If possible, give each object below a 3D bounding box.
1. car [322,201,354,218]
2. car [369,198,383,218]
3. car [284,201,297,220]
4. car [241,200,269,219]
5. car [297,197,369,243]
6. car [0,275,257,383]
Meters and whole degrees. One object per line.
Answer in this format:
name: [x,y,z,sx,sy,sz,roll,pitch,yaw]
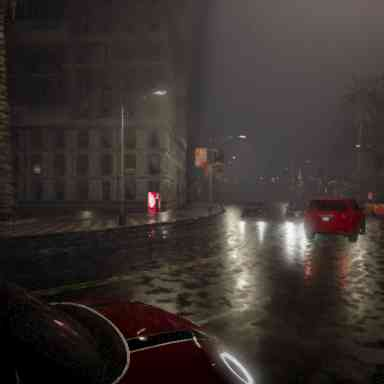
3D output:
car: [13.398,1.554,30.723,1.994,1.385,4.181,0,0,14]
car: [16.783,1.351,29.832,2.097,1.767,4.553,0,0,14]
car: [8.898,1.502,27.901,2.128,1.511,4.902,0,0,19]
car: [5.593,1.491,29.054,1.882,1.535,5.008,0,0,19]
car: [7.208,1.248,16.542,2.150,2.045,5.566,0,0,33]
car: [-1.639,1.349,2.110,4.553,1.767,2.097,0,0,-35]
